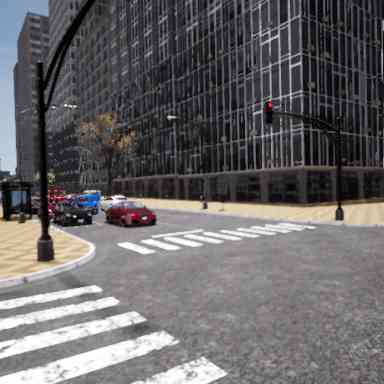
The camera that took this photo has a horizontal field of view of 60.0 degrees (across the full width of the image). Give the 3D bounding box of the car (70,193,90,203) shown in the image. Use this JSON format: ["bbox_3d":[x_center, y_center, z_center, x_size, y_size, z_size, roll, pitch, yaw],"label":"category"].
[{"bbox_3d":[-16.947,0.888,50.090,1.802,1.307,4.206,-2,1,-34],"label":"car"}]

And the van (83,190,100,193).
[{"bbox_3d":[-13.743,0.691,45.394,1.690,1.788,3.998,-2,1,-34],"label":"van"}]

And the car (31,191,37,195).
[{"bbox_3d":[-36.197,0.590,78.239,2.008,1.369,4.403,-2,1,-34],"label":"car"}]

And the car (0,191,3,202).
[{"bbox_3d":[-30.279,1.042,54.747,2.008,1.369,4.403,-2,1,-34],"label":"car"}]

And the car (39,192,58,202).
[{"bbox_3d":[-24.364,0.796,56.331,1.882,1.535,5.008,-2,2,-34],"label":"car"}]

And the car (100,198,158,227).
[{"bbox_3d":[-3.841,1.297,20.656,1.994,1.385,4.181,-2,2,-34],"label":"car"}]

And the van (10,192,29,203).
[{"bbox_3d":[-23.865,0.921,45.360,1.690,1.788,3.998,-2,1,-34],"label":"van"}]

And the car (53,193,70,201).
[{"bbox_3d":[-23.363,0.800,59.474,1.802,1.307,4.206,-2,1,-34],"label":"car"}]

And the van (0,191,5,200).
[{"bbox_3d":[-39.907,0.698,68.818,1.690,1.788,3.998,-2,1,-34],"label":"van"}]

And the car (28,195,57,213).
[{"bbox_3d":[-14.283,1.276,31.261,1.947,1.339,4.313,-2,1,-34],"label":"car"}]

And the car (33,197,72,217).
[{"bbox_3d":[-11.123,1.336,26.537,1.802,1.307,4.206,-2,1,-34],"label":"car"}]

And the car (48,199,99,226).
[{"bbox_3d":[-7.928,1.363,21.833,1.947,1.339,4.313,-2,1,-34],"label":"car"}]

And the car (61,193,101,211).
[{"bbox_3d":[-9.748,1.133,29.296,1.882,1.535,5.008,-2,2,-34],"label":"car"}]

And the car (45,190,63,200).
[{"bbox_3d":[-26.576,0.488,64.160,2.192,1.841,5.009,-2,1,-34],"label":"car"}]

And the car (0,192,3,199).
[{"bbox_3d":[-43.113,0.752,73.511,1.967,1.590,4.097,-2,1,-34],"label":"car"}]

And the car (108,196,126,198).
[{"bbox_3d":[-7.136,1.076,31.138,1.812,1.442,4.674,-2,2,-34],"label":"car"}]

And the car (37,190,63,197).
[{"bbox_3d":[-15.757,0.797,38.086,2.150,2.045,5.566,-2,2,-34],"label":"car"}]
